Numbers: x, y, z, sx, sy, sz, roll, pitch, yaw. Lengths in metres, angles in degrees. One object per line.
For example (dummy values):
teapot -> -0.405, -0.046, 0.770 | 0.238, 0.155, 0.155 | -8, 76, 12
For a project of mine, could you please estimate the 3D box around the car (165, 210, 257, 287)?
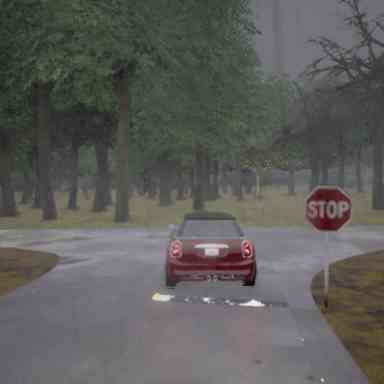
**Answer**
car -> 0.374, 1.323, 9.392 | 2.097, 1.767, 4.553 | 0, 0, -2
